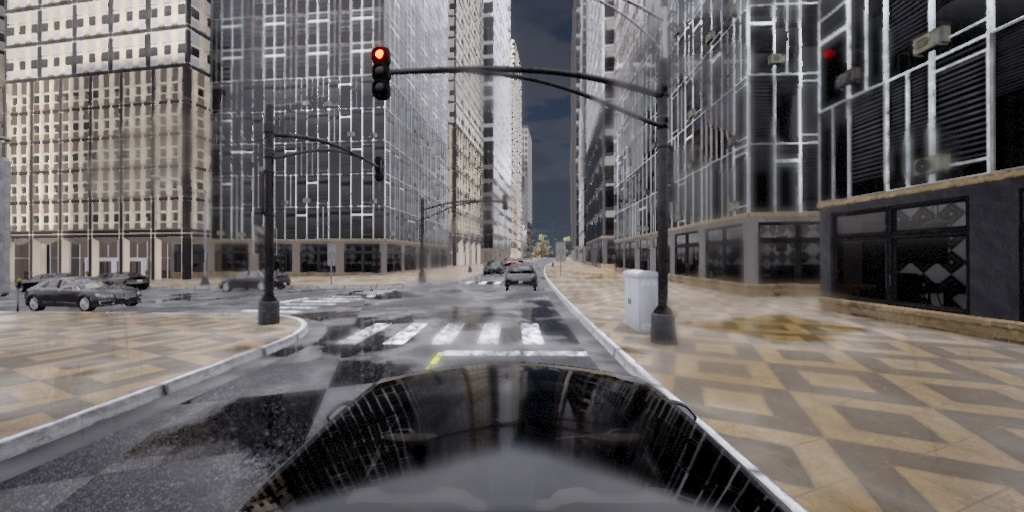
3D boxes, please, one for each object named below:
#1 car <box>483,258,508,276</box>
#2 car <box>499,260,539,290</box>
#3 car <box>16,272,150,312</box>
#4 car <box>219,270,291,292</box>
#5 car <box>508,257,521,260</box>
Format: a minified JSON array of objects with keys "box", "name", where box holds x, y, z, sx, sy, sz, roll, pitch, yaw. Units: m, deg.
[{"box":[-1.779,1.213,36.300,1.837,1.490,4.892,0,0,4],"name":"car"},{"box":[0.591,1.222,22.115,2.128,1.511,4.902,0,0,2],"name":"car"},{"box":[-18.127,1.558,15.228,4.403,1.370,2.007,0,0,9],"name":"car"},{"box":[-16.815,1.595,23.506,4.403,1.370,2.007,0,0,9],"name":"car"},{"box":[-0.315,1.027,52.778,2.097,1.767,4.553,0,0,6],"name":"car"}]
